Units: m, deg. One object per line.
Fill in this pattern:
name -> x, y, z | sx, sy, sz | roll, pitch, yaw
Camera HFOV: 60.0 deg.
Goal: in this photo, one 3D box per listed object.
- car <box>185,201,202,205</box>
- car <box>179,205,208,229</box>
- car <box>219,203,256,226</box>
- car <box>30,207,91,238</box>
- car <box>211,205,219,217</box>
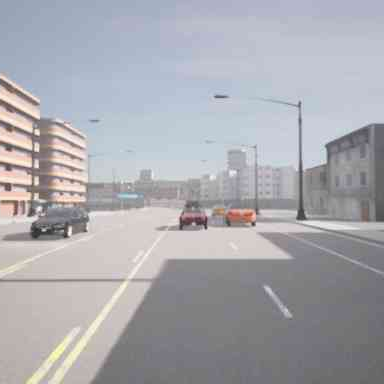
car -> 0.100, 2.097, 40.831 | 2.150, 2.045, 5.566 | 0, -2, 0
car -> 0.102, 1.806, 23.336 | 1.895, 1.301, 4.718 | 0, -2, 0
car -> 3.537, 1.625, 25.773 | 2.097, 1.767, 4.553 | 0, -2, 1
car -> -6.998, 1.603, 18.141 | 1.837, 1.490, 4.892 | 0, -1, 0
car -> 3.584, 2.486, 43.725 | 1.882, 1.535, 5.008 | 0, -2, 0
